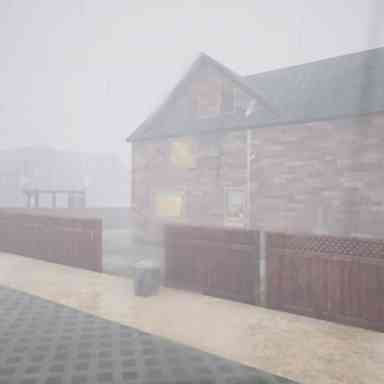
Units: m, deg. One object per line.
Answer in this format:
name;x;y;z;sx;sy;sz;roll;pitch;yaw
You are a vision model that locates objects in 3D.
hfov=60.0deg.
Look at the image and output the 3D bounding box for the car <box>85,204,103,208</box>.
car;-10.171;1.923;32.753;2.033;1.411;5.357;1;0;35
